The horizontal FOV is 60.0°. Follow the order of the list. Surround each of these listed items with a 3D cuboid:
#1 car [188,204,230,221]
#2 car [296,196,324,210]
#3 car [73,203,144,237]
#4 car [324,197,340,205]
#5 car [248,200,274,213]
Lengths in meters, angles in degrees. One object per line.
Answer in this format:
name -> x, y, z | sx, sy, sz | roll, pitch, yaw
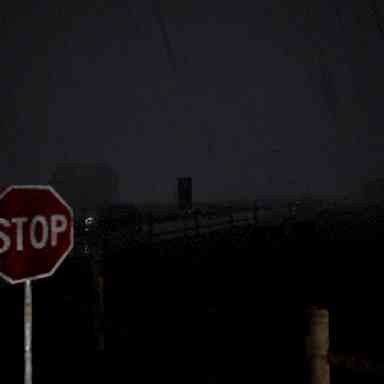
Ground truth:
car -> 1.612, 1.685, 28.415 | 1.895, 1.301, 4.718 | -1, -1, 34
car -> 14.906, 1.294, 42.593 | 2.097, 1.767, 4.553 | -1, 0, 33
car -> -4.863, 1.482, 18.908 | 2.097, 1.767, 4.553 | -1, -1, 33
car -> 22.749, 1.474, 54.036 | 1.895, 1.301, 4.718 | -1, -1, 34
car -> 7.978, 1.600, 37.678 | 1.994, 1.385, 4.181 | -1, -1, 35
